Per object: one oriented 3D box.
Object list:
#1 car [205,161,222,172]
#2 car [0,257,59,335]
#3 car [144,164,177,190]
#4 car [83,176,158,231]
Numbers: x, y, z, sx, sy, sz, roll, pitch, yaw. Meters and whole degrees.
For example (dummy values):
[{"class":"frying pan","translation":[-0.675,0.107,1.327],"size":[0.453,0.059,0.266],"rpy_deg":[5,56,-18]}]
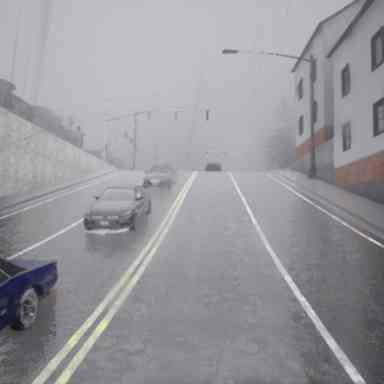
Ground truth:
[{"class":"car","translation":[2.582,-2.990,40.136],"size":[2.033,1.411,5.357],"rpy_deg":[1,-2,4]},{"class":"car","translation":[-3.453,1.471,3.760],"size":[1.895,1.301,4.718],"rpy_deg":[1,2,4]},{"class":"car","translation":[-2.149,-1.149,23.322],"size":[2.128,1.511,4.902],"rpy_deg":[1,9,4]},{"class":"car","translation":[-2.815,0.455,13.517],"size":[1.812,1.442,4.674],"rpy_deg":[1,9,4]}]
